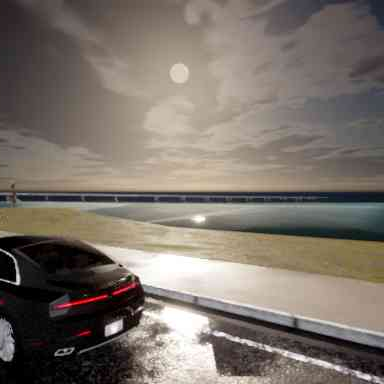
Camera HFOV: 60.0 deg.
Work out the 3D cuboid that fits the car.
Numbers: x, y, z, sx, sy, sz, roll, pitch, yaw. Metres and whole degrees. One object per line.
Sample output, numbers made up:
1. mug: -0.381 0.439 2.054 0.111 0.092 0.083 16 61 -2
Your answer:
1. car: -2.985 1.513 5.786 4.892 1.490 1.837 1 0 36
